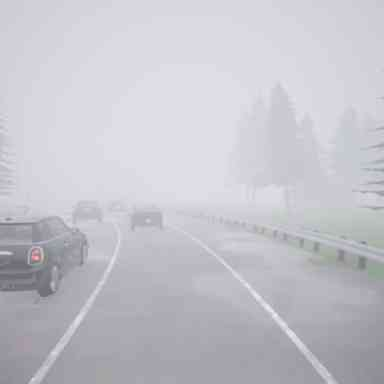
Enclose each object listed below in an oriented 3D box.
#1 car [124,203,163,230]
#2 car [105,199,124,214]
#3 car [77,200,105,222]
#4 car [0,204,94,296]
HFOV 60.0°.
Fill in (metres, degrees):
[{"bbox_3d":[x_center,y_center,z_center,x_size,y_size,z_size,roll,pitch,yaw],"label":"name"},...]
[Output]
[{"bbox_3d":[-3.081,1.485,21.198,1.882,1.535,5.008,0,0,-15],"label":"car"},{"bbox_3d":[-8.281,1.532,35.442,2.163,1.488,4.792,0,0,-25],"label":"car"},{"bbox_3d":[-8.237,1.384,26.042,2.097,1.767,4.553,0,0,-19],"label":"car"},{"bbox_3d":[-4.184,1.369,8.745,2.097,1.767,4.553,0,0,-6],"label":"car"}]
